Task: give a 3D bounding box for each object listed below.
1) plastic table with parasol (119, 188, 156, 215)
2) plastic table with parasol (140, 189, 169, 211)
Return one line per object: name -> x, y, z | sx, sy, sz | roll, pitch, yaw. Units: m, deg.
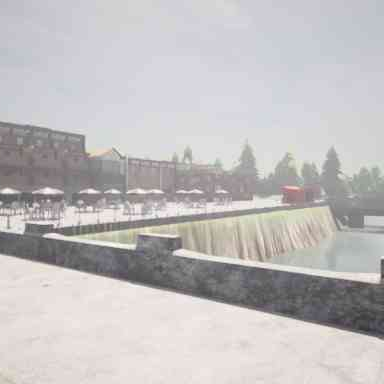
plastic table with parasol -> -5.296, 0.915, 32.508 | 2.482, 2.480, 2.482 | 0, 0, 35
plastic table with parasol -> -4.538, 0.913, 40.197 | 2.482, 2.480, 2.482 | 0, 0, 35
